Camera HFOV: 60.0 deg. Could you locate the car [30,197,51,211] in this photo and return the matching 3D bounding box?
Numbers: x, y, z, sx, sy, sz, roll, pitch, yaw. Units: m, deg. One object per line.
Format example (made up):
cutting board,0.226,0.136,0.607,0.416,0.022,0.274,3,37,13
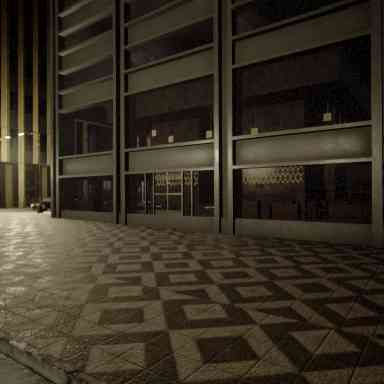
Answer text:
car,-16.038,1.343,38.249,2.128,1.511,4.902,0,0,36
